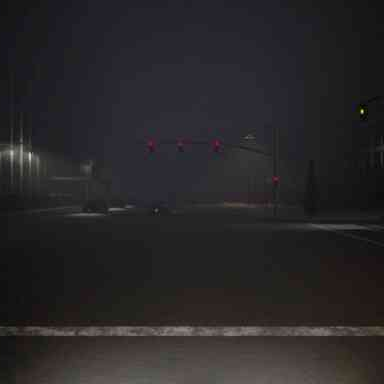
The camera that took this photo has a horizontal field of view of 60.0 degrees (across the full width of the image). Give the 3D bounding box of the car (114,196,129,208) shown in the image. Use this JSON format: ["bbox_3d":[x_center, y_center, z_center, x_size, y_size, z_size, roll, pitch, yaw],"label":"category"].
[{"bbox_3d":[-10.666,1.564,47.058,1.994,1.385,4.181,0,0,0],"label":"car"}]

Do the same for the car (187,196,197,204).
[{"bbox_3d":[-0.007,1.601,64.277,1.895,1.301,4.718,0,0,0],"label":"car"}]

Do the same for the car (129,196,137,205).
[{"bbox_3d":[-10.664,1.491,57.424,2.128,1.511,4.902,0,0,0],"label":"car"}]

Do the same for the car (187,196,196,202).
[{"bbox_3d":[-0.125,1.540,76.269,2.033,1.411,5.357,0,0,0],"label":"car"}]

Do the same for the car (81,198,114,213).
[{"bbox_3d":[-10.648,1.547,37.184,2.033,1.411,5.357,0,0,0],"label":"car"}]

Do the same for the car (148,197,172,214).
[{"bbox_3d":[-3.439,1.525,34.546,1.812,1.442,4.674,0,0,0],"label":"car"}]

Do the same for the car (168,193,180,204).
[{"bbox_3d":[-3.608,1.221,65.361,2.150,2.045,5.566,0,0,0],"label":"car"}]

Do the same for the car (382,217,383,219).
[{"bbox_3d":[15.114,1.601,21.577,4.718,1.301,1.895,0,0,0],"label":"car"}]

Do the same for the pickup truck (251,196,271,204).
[{"bbox_3d":[13.020,1.058,61.498,2.390,2.098,6.274,0,0,30],"label":"pickup truck"}]
